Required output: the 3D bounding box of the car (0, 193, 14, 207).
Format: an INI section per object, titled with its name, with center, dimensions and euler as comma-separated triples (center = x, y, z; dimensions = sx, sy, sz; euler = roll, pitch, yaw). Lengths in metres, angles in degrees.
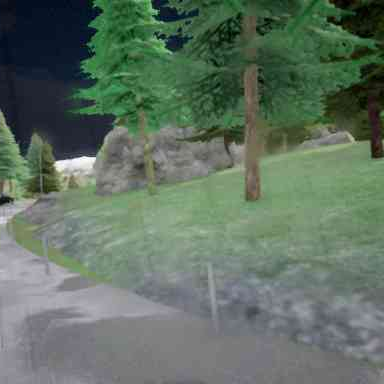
[car]
center = -21.958, 0.886, 37.637
dimensions = 1.812, 1.442, 4.674
euler = -3, 3, -5
